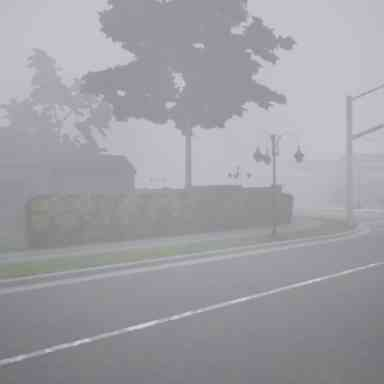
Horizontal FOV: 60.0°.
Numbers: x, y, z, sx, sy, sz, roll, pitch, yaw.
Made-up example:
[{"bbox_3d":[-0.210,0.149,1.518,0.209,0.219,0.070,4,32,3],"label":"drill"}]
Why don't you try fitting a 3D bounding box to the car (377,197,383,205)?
[{"bbox_3d":[30.373,1.094,49.871,2.242,1.667,4.611,0,0,-35],"label":"car"}]
